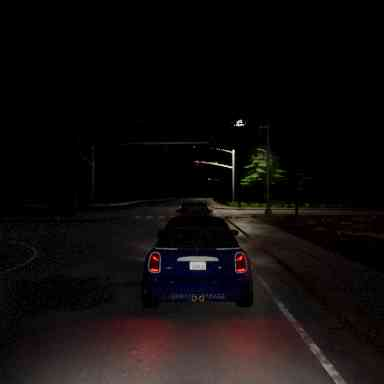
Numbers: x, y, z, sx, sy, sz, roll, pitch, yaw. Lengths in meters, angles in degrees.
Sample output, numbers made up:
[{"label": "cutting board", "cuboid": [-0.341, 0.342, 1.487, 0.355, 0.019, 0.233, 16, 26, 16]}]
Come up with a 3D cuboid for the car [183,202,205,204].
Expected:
[{"label": "car", "cuboid": [0.116, 1.338, 18.237, 2.097, 1.767, 4.553, 0, 0, 0]}]

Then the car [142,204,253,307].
[{"label": "car", "cuboid": [0.106, 1.347, 8.116, 2.097, 1.767, 4.553, 0, 0, 0]}]
